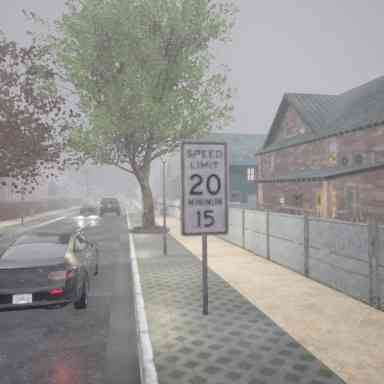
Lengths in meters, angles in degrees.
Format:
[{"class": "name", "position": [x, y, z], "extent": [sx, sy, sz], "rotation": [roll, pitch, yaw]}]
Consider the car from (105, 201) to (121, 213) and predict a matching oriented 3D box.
[{"class": "car", "position": [-11.349, 2.116, 47.932], "extent": [2.033, 1.411, 5.357], "rotation": [-1, -1, -11]}]

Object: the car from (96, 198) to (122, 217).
[{"class": "car", "position": [-9.276, 1.671, 37.890], "extent": [2.150, 2.045, 5.566], "rotation": [-1, -1, -11]}]

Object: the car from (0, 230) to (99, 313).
[{"class": "car", "position": [-3.243, 1.615, 7.720], "extent": [1.812, 1.442, 4.674], "rotation": [-1, -1, -11]}]

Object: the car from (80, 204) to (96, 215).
[{"class": "car", "position": [-12.888, 2.135, 41.656], "extent": [1.895, 1.301, 4.718], "rotation": [-1, -1, -11]}]
